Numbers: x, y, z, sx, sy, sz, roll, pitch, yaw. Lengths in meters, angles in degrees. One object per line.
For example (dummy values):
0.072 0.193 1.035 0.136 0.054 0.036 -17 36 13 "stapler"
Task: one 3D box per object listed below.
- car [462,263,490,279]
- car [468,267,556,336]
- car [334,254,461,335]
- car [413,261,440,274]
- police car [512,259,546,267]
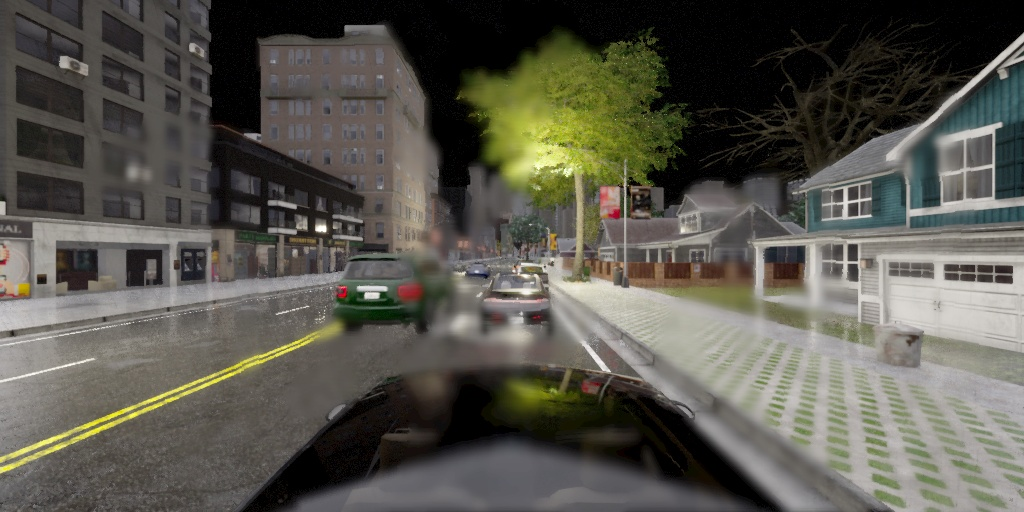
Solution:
-3.008 1.293 32.674 1.994 1.385 4.181 0 0 0 "car"
0.138 1.239 10.430 2.128 1.511 4.902 0 0 0 "car"
-3.110 0.969 10.671 2.150 2.045 5.566 0 0 0 "car"
-9.671 1.284 40.892 1.994 1.385 4.181 0 0 0 "car"
1.061 1.165 20.678 1.930 1.638 5.238 0 0 0 "police car"
